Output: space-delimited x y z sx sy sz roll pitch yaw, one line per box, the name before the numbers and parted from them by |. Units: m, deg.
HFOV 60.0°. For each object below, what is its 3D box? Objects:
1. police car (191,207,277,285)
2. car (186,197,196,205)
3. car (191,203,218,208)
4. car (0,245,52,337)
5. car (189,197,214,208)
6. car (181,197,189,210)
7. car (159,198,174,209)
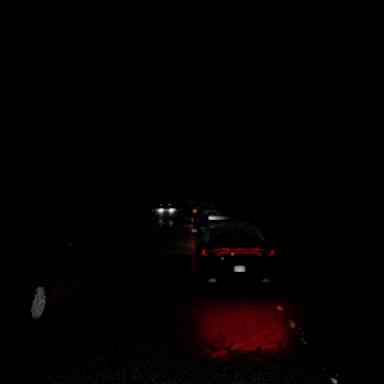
police car | 1.025 1.463 9.754 1.930 1.638 5.238 0 0 0
car | -0.167 1.778 65.243 1.837 1.490 4.892 0 0 0
car | 1.000 1.602 19.644 1.812 1.442 4.674 0 0 0
car | -3.610 1.495 4.367 1.882 1.535 5.008 0 0 0
car | 0.984 1.451 25.616 2.097 1.767 4.553 0 0 0
car | -0.100 1.663 45.992 1.882 1.535 5.008 0 0 0
car | -3.713 1.703 48.721 1.837 1.490 4.892 0 0 0
